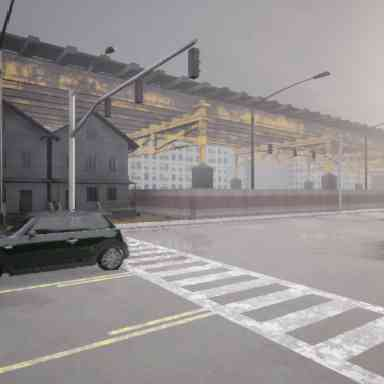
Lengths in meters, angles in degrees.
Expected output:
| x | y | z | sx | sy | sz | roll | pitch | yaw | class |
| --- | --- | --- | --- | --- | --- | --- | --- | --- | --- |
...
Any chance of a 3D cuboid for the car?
| x | y | z | sx | sy | sz | roll | pitch | yaw | class |
| --- | --- | --- | --- | --- | --- | --- | --- | --- | --- |
| -4.164 | 1.352 | 9.368 | 4.553 | 1.767 | 2.097 | 0 | 0 | -33 | car |
